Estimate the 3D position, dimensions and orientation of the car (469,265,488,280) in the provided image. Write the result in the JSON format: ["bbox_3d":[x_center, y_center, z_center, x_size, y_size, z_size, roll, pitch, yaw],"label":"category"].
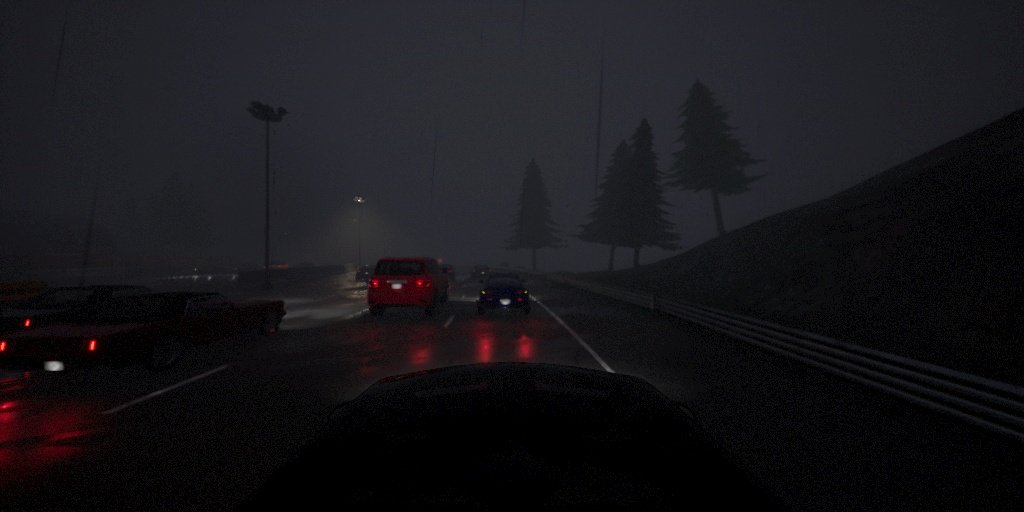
[{"bbox_3d":[-3.046,1.520,34.986,1.994,1.385,4.181,0,0,-11],"label":"car"}]

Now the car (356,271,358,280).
[{"bbox_3d":[-13.664,1.548,34.708,1.994,1.385,4.181,0,0,-11],"label":"car"}]

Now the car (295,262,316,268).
[{"bbox_3d":[-28.536,1.590,49.593,1.882,1.535,5.008,0,0,-17],"label":"car"}]

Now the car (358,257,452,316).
[{"bbox_3d":[-3.827,1.056,14.018,2.150,2.045,5.566,0,0,-4],"label":"car"}]

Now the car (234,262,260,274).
[{"bbox_3d":[-35.417,1.627,48.155,1.837,1.490,4.892,0,0,-17],"label":"car"}]

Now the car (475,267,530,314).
[{"bbox_3d":[-0.368,1.351,14.175,1.812,1.442,4.674,0,0,-4],"label":"car"}]

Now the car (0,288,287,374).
[{"bbox_3d":[-7.049,1.406,7.694,1.895,1.301,4.718,0,0,-2],"label":"car"}]

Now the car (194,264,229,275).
[{"bbox_3d":[-38.305,1.717,45.743,1.895,1.301,4.718,0,0,-17],"label":"car"}]

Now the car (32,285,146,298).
[{"bbox_3d":[-10.604,1.426,9.573,1.895,1.301,4.718,0,0,-2],"label":"car"}]

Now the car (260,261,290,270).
[{"bbox_3d":[-31.960,1.469,48.805,2.097,1.767,4.553,0,0,-17],"label":"car"}]

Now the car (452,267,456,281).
[{"bbox_3d":[-6.050,1.453,32.007,1.837,1.490,4.892,0,0,-10],"label":"car"}]
